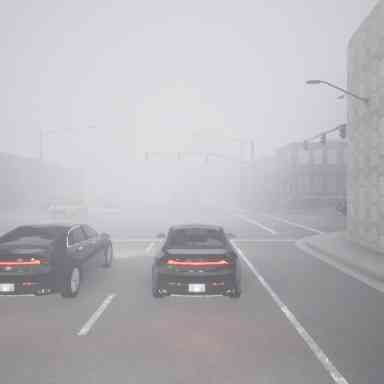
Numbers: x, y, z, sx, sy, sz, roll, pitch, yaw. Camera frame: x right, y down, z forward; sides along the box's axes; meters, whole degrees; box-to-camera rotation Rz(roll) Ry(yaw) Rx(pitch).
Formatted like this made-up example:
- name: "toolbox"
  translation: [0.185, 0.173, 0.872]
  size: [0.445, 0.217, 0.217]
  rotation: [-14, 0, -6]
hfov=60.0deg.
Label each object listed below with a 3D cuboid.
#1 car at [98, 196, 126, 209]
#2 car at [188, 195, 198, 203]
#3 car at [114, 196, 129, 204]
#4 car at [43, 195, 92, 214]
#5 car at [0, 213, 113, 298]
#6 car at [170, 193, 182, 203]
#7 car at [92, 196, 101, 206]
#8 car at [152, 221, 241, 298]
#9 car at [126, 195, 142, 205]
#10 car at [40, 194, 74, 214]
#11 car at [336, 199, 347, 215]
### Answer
- name: "car"
  translation: [-10.464, 1.563, 43.966]
  size: [1.994, 1.385, 4.181]
  rotation: [0, 0, 0]
- name: "car"
  translation: [0.212, 1.352, 68.220]
  size: [2.097, 1.767, 4.553]
  rotation: [0, 0, 0]
- name: "car"
  translation: [-13.817, 1.511, 65.273]
  size: [1.837, 1.490, 4.892]
  rotation: [0, 0, 1]
- name: "car"
  translation: [-10.512, 1.352, 28.510]
  size: [2.097, 1.767, 4.553]
  rotation: [0, 0, 0]
- name: "car"
  translation: [-3.395, 1.505, 8.525]
  size: [1.837, 1.490, 4.892]
  rotation: [0, 0, 0]
- name: "car"
  translation: [-3.288, 1.221, 68.287]
  size: [2.150, 2.045, 5.566]
  rotation: [0, 0, 0]
- name: "car"
  translation: [-13.938, 1.352, 49.996]
  size: [2.097, 1.767, 4.553]
  rotation: [0, 0, 0]
- name: "car"
  translation: [0.105, 1.505, 8.509]
  size: [1.837, 1.490, 4.892]
  rotation: [0, 0, 0]
- name: "car"
  translation: [-10.382, 1.351, 59.607]
  size: [2.097, 1.767, 4.553]
  rotation: [0, 0, 1]
- name: "car"
  translation: [-13.994, 1.222, 35.240]
  size: [2.150, 2.045, 5.566]
  rotation: [0, 0, 0]
- name: "car"
  translation: [14.906, 0.764, 27.550]
  size: [5.566, 2.045, 2.150]
  rotation: [-5, 0, 0]
